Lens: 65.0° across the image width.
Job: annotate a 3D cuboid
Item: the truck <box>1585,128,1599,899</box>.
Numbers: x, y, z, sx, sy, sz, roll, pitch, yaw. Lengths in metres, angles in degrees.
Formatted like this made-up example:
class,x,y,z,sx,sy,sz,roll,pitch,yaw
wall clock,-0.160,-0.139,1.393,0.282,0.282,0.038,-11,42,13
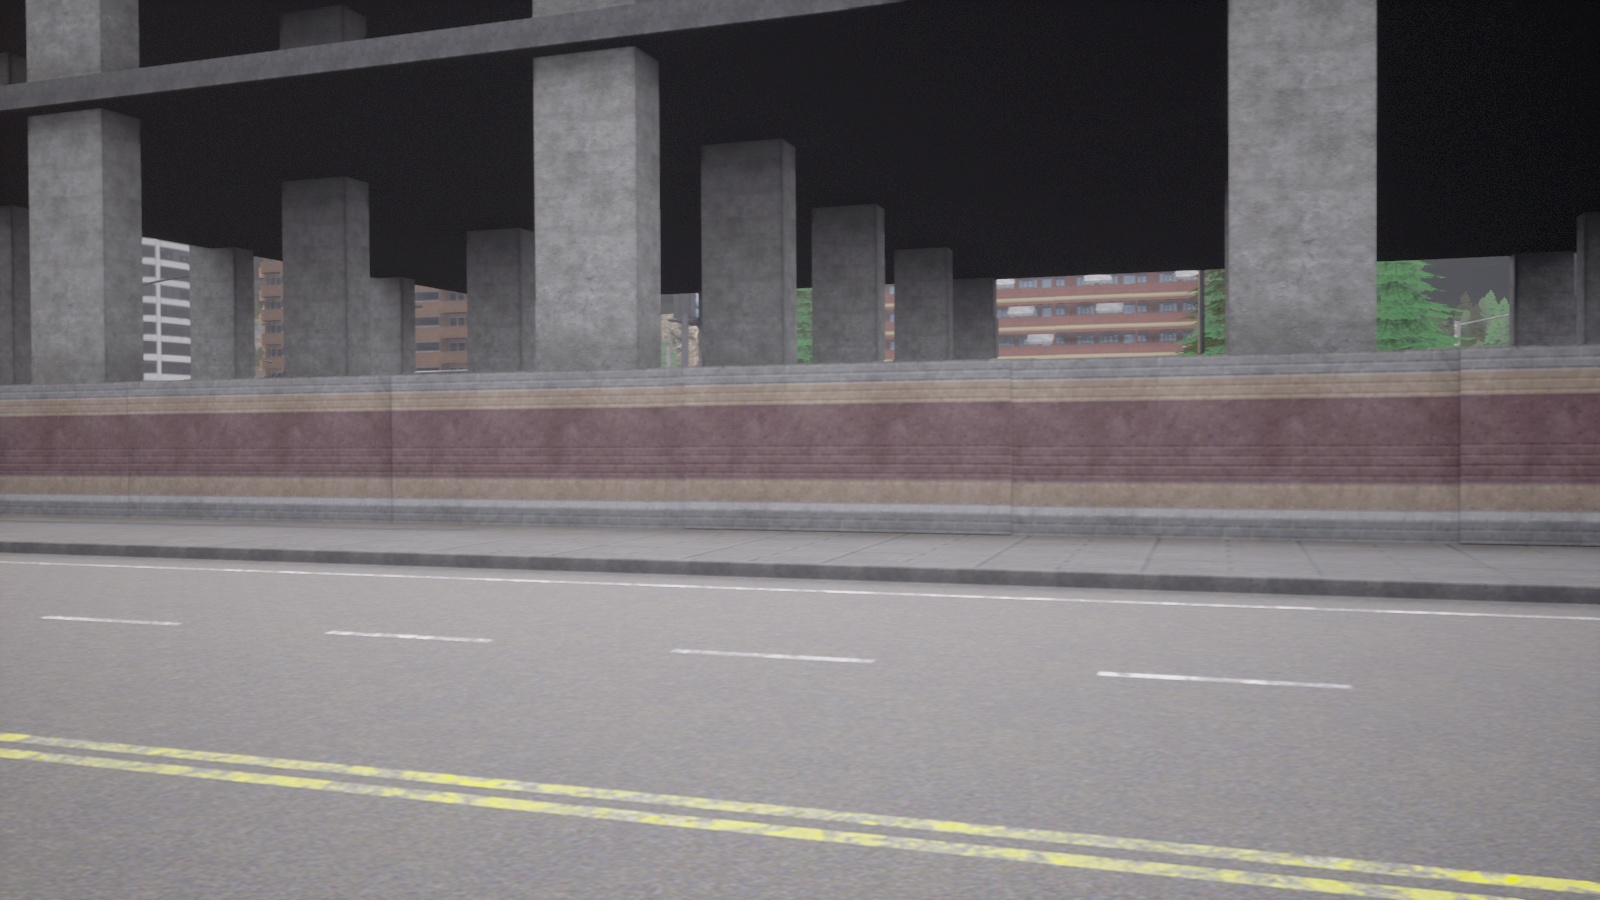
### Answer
class,x,y,z,sx,sy,sz,roll,pitch,yaw
truck,4.417,0.319,1.700,5.204,2.467,2.627,0,1,19
